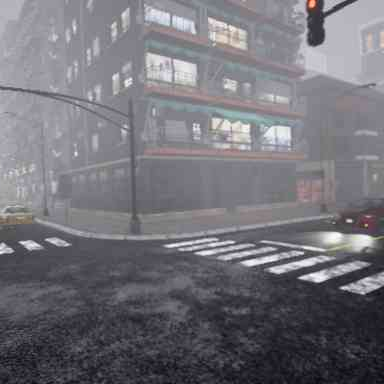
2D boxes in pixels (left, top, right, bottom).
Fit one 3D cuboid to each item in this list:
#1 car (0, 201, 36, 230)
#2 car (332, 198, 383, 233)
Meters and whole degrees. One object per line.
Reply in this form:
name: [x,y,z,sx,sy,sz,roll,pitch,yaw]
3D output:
car: [-10.636,1.378,19.924,1.752,1.417,4.829,-2,1,-36]
car: [8.275,0.965,15.271,4.181,1.385,1.994,-3,1,-36]
